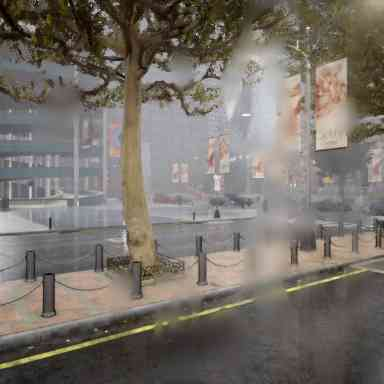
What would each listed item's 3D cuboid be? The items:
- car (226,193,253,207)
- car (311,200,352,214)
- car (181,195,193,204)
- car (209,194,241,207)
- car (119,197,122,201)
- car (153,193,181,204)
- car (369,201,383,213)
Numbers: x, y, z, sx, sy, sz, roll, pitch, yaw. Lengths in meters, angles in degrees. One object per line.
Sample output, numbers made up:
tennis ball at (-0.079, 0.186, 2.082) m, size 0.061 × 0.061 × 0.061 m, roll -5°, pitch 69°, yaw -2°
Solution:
car at (7.221, 1.222, 53.111) m, size 2.150 × 2.045 × 5.566 m, roll 0°, pitch 0°, yaw -36°
car at (15.029, 1.564, 36.036) m, size 1.994 × 1.385 × 4.181 m, roll 0°, pitch 0°, yaw -35°
car at (-1.833, 1.351, 65.325) m, size 2.097 × 1.767 × 4.553 m, roll 0°, pitch 0°, yaw -40°
car at (4.612, 1.488, 50.736) m, size 2.128 × 1.511 × 4.902 m, roll 0°, pitch 0°, yaw -35°
car at (-13.817, 1.520, 75.059) m, size 5.357 × 1.411 × 2.033 m, roll 0°, pitch 0°, yaw 26°
car at (-5.188, 1.224, 63.922) m, size 2.150 × 2.045 × 5.566 m, roll 0°, pitch 0°, yaw -42°
car at (20.618, 1.564, 34.197) m, size 1.994 × 1.385 × 4.181 m, roll 0°, pitch 0°, yaw -35°
